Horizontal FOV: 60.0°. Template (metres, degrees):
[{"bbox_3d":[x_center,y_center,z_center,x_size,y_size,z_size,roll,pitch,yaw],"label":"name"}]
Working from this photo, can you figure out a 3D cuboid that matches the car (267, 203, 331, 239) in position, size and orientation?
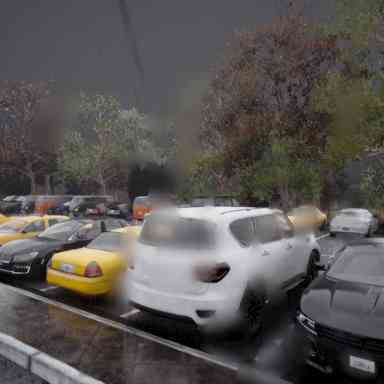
[{"bbox_3d":[6.378,1.552,19.288,1.946,1.575,5.366,0,0,36],"label":"car"}]

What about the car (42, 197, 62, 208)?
[{"bbox_3d":[-11.448,1.539,32.438,2.097,1.535,5.008,0,0,36],"label":"car"}]

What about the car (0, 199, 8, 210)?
[{"bbox_3d":[-27.254,1.684,43.886,2.002,1.452,4.674,0,0,36],"label":"car"}]

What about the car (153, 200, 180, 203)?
[{"bbox_3d":[-0.259,1.556,24.290,2.163,1.488,4.792,0,0,36],"label":"car"}]

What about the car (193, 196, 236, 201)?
[{"bbox_3d":[2.018,1.285,22.711,2.435,2.045,5.566,0,0,36],"label":"car"}]

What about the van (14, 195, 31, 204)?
[{"bbox_3d":[-16.007,1.343,35.591,1.878,1.987,4.442,0,0,36],"label":"van"}]

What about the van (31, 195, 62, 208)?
[{"bbox_3d":[-13.627,1.328,34.154,1.878,1.987,4.442,0,0,36],"label":"van"}]

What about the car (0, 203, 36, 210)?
[{"bbox_3d":[-10.402,1.524,15.293,1.946,1.575,5.366,0,0,36],"label":"car"}]

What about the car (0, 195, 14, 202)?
[{"bbox_3d":[-18.198,1.333,37.287,2.435,2.045,5.566,0,0,36],"label":"car"}]

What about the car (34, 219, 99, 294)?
[{"bbox_3d":[-1.094,1.559,9.007,1.946,1.575,5.366,0,0,36],"label":"car"}]

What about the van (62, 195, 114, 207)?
[{"bbox_3d":[-9.260,1.302,30.713,1.878,1.987,4.442,0,0,36],"label":"van"}]

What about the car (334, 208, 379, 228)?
[{"bbox_3d":[8.728,1.604,17.811,2.002,1.452,4.674,0,0,36],"label":"car"}]

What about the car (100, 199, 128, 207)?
[{"bbox_3d":[-4.813,1.546,27.660,2.163,1.488,4.792,0,0,36],"label":"car"}]

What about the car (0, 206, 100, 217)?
[{"bbox_3d":[-5.807,1.540,11.964,1.946,1.575,5.366,0,0,36],"label":"car"}]

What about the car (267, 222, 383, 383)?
[{"bbox_3d":[3.297,1.580,5.604,2.097,1.535,5.008,0,0,36],"label":"car"}]

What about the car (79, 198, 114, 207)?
[{"bbox_3d":[-6.950,1.548,29.209,2.163,1.488,4.792,0,0,36],"label":"car"}]

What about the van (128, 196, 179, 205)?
[{"bbox_3d":[-2.517,1.294,26.105,1.878,1.987,4.442,0,0,36],"label":"van"}]

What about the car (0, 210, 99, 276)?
[{"bbox_3d":[-3.447,1.554,10.491,2.231,1.521,4.892,0,0,36],"label":"car"}]

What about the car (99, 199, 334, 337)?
[{"bbox_3d":[1.063,1.320,7.251,2.435,2.045,5.566,0,0,36],"label":"car"}]
